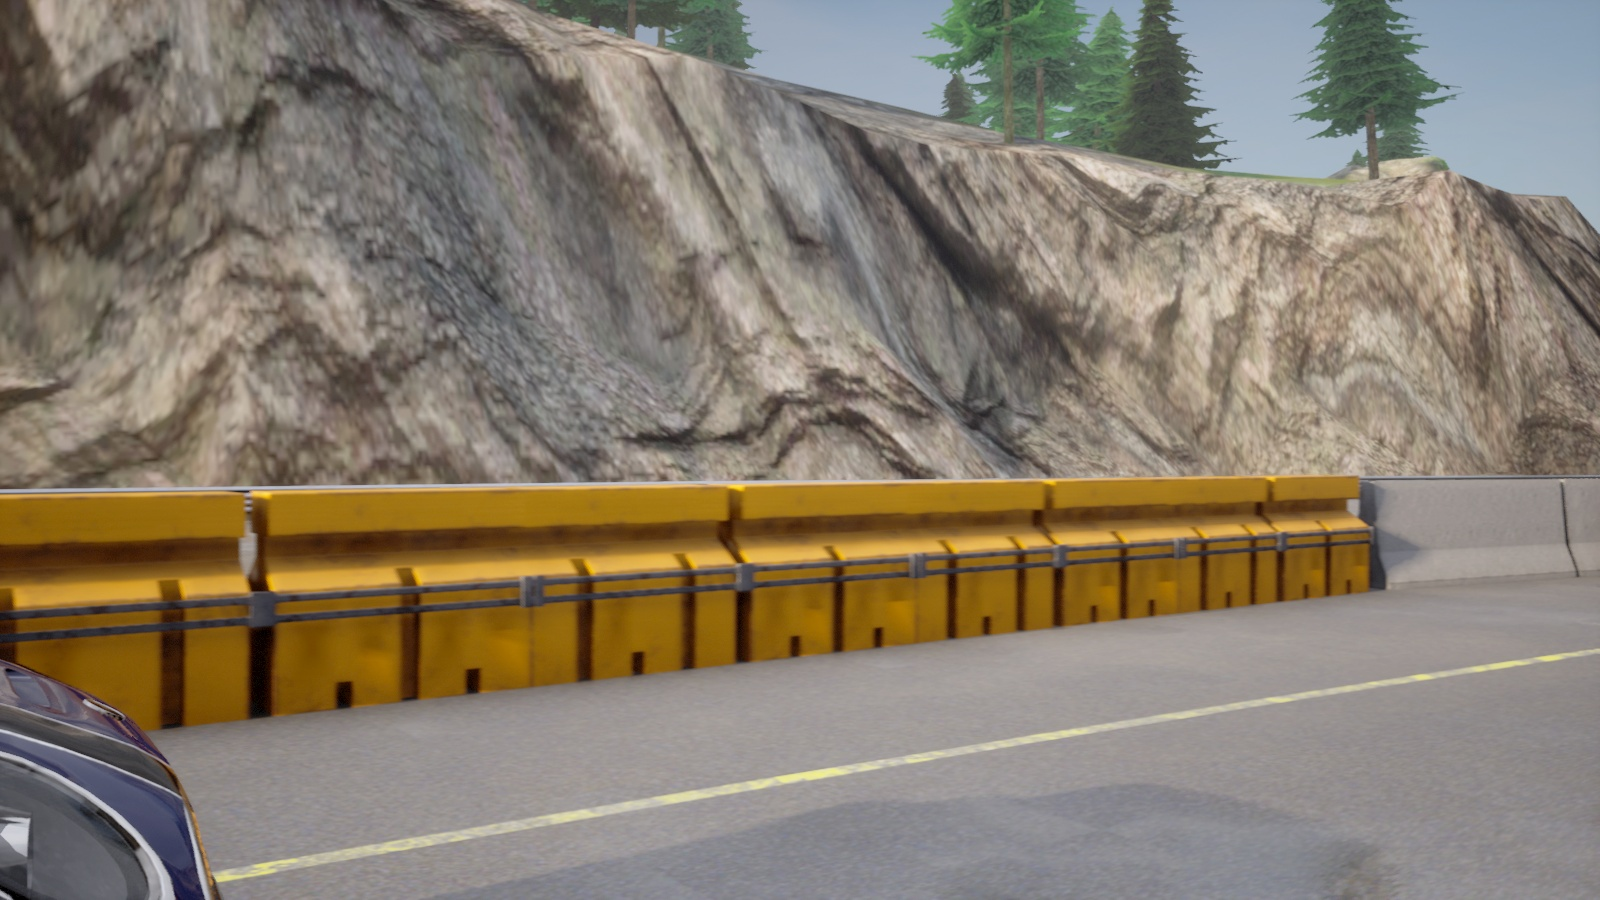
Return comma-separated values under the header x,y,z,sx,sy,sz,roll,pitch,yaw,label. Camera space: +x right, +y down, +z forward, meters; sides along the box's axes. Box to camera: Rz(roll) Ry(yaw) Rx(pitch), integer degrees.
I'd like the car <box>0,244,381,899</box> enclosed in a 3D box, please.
x,y,z,sx,sy,sz,roll,pitch,yaw,label
-3.116,0.613,1.492,4.553,1.767,2.097,0,0,-35,car
